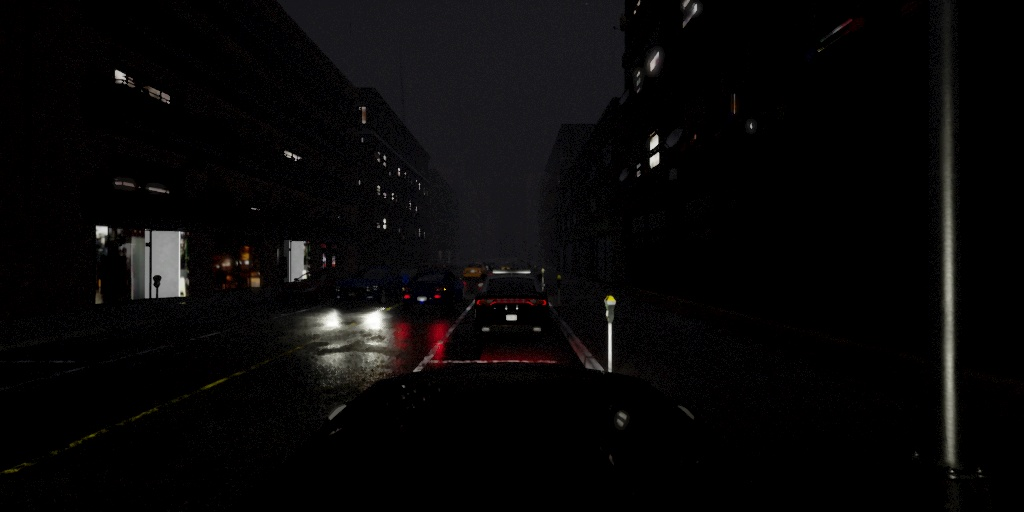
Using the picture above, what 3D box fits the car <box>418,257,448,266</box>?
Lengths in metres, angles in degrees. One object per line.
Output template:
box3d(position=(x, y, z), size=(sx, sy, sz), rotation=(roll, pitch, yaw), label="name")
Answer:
box3d(position=(-8.837, 1.064, 39.007), size=(2.192, 1.841, 5.009), rotation=(0, 0, 0), label="car")

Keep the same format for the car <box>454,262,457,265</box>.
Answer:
box3d(position=(-8.837, 1.293, 50.280), size=(1.888, 1.381, 4.507), rotation=(0, 0, 0), label="car")

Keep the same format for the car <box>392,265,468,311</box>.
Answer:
box3d(position=(-3.059, 1.276, 14.442), size=(1.812, 1.442, 4.674), rotation=(0, 0, 0), label="car")

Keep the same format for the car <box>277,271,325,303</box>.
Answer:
box3d(position=(-8.837, 1.333, 16.462), size=(1.802, 1.307, 4.207), rotation=(0, 0, 0), label="car")

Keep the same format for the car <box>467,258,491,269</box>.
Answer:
box3d(position=(-3.145, 1.206, 31.399), size=(1.801, 1.575, 5.366), rotation=(0, 0, 0), label="car")

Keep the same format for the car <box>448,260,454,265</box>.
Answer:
box3d(position=(-8.837, 1.188, 44.643), size=(1.967, 1.591, 4.097), rotation=(0, 0, 0), label="car")

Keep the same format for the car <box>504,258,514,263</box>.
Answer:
box3d(position=(-0.456, 1.275, 39.173), size=(1.751, 1.417, 4.829), rotation=(0, 0, 0), label="car")

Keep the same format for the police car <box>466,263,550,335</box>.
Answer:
box3d(position=(-0.011, 1.175, 10.609), size=(1.930, 1.638, 5.238), rotation=(0, 0, 0), label="police car")

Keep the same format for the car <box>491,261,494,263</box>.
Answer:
box3d(position=(-3.044, 1.349, 46.952), size=(1.895, 1.301, 4.718), rotation=(0, 0, 0), label="car")

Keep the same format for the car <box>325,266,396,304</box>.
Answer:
box3d(position=(-6.246, 1.228, 16.459), size=(1.882, 1.535, 5.008), rotation=(0, 0, 0), label="car")
